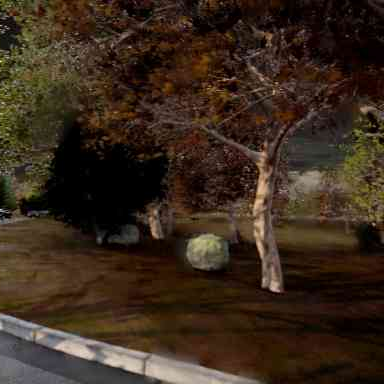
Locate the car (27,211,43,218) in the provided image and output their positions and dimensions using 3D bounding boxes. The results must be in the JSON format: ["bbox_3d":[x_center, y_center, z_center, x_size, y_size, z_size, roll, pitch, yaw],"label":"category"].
[{"bbox_3d":[-25.284,3.716,53.989,1.895,1.301,4.718,-1,-4,-14],"label":"car"}]

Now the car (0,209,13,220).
[{"bbox_3d":[-27.416,3.249,47.864,1.882,1.535,5.008,-1,-4,-13],"label":"car"}]
